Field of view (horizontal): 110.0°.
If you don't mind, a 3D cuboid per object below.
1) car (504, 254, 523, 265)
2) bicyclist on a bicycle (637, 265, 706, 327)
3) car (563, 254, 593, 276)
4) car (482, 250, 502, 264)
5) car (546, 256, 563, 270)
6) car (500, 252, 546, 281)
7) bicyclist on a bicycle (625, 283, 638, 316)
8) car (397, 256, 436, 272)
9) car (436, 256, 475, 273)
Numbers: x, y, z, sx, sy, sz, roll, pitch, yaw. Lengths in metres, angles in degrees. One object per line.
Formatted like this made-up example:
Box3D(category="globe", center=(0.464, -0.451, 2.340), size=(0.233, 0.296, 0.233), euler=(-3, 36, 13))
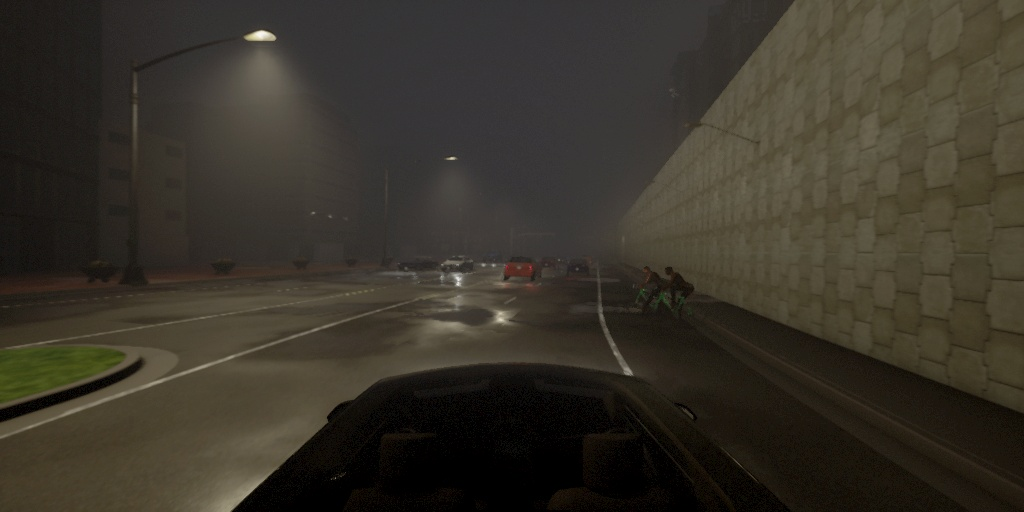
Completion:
Box3D(category="car", center=(0.230, 0.461, 53.630), size=(1.812, 1.442, 4.674), euler=(1, 1, 14))
Box3D(category="bicyclist on a bicycle", center=(4.528, 1.117, 10.045), size=(1.656, 1.620, 0.582), euler=(3, 0, 32))
Box3D(category="car", center=(5.793, 0.872, 31.047), size=(1.882, 1.535, 5.008), euler=(1, 1, 13))
Box3D(category="car", center=(-2.898, 0.073, 55.530), size=(2.150, 2.045, 5.566), euler=(1, 1, 14))
Box3D(category="car", center=(4.179, 0.705, 39.716), size=(1.882, 1.535, 5.008), euler=(1, 1, 14))
Box3D(category="car", center=(0.875, 0.745, 25.361), size=(2.097, 1.767, 4.553), euler=(1, 1, 12))
Box3D(category="bicyclist on a bicycle", center=(4.328, 1.118, 11.157), size=(1.656, 1.620, 0.582), euler=(2, 2, 39))
Box3D(category="car", center=(-8.452, 0.709, 32.484), size=(1.895, 1.301, 4.718), euler=(1, 1, 13))
Box3D(category="car", center=(-4.833, 0.699, 32.563), size=(1.812, 1.442, 4.674), euler=(1, 1, 13))
